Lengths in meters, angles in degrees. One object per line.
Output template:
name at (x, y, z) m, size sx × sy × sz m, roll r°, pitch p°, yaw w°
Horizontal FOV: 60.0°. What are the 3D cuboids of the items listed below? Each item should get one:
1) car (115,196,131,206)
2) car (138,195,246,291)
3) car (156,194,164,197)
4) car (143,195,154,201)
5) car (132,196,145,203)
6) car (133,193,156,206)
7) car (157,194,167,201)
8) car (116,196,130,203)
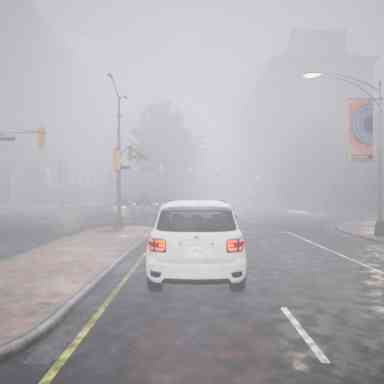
car at (-11.359, 1.491, 55.154) m, size 2.128 × 1.511 × 4.902 m, roll 0°, pitch 0°, yaw 0°
car at (0.108, 1.221, 9.121) m, size 2.150 × 2.045 × 5.566 m, roll 0°, pitch 0°, yaw 1°
car at (-7.710, 1.524, 70.985) m, size 2.128 × 1.511 × 4.902 m, roll 0°, pitch 0°, yaw 0°
car at (-11.150, 1.524, 85.472) m, size 2.128 × 1.511 × 4.902 m, roll 0°, pitch 0°, yaw 0°
car at (-11.214, 1.594, 70.061) m, size 1.895 × 1.301 × 4.718 m, roll 0°, pitch 0°, yaw 0°
car at (-7.860, 1.220, 55.373) m, size 2.150 × 2.045 × 5.566 m, roll 0°, pitch 0°, yaw 1°
car at (-7.649, 1.354, 85.763) m, size 2.097 × 1.767 × 4.553 m, roll 0°, pitch 0°, yaw 0°
car at (-14.464, 1.594, 69.844) m, size 1.895 × 1.301 × 4.718 m, roll 0°, pitch 0°, yaw 0°
